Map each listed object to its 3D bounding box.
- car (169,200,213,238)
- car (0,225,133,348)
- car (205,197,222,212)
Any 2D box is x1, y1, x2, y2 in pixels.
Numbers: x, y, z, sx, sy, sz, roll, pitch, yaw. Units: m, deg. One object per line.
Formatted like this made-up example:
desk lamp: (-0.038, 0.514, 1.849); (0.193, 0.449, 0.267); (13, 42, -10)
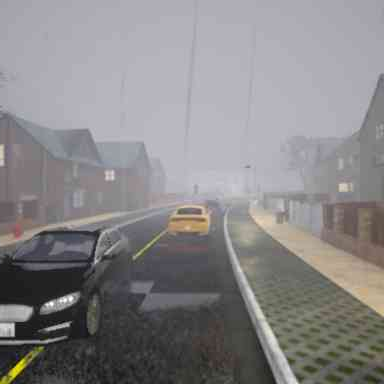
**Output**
car: (-0.012, 1.428, 17.304); (1.882, 1.535, 5.008); (0, 0, 4)
car: (-2.421, 1.481, 6.659); (2.128, 1.511, 4.902); (0, 0, 0)
car: (2.222, 1.312, 36.309); (2.128, 1.511, 4.902); (0, 0, 9)
